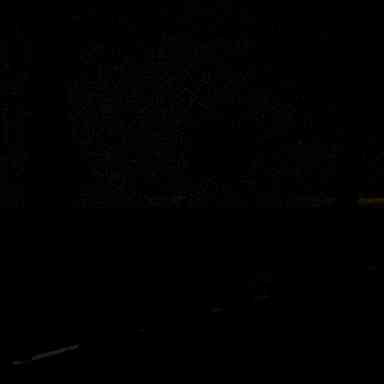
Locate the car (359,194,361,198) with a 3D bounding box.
[{"bbox_3d":[33.667,0.621,71.028,1.812,1.442,4.674,2,-2,-35],"label":"car"}]
